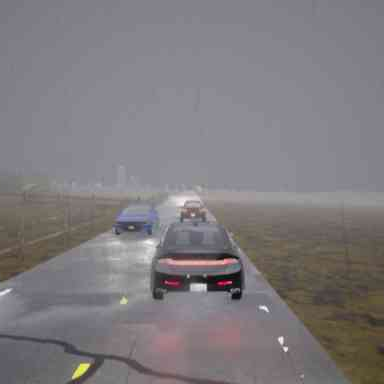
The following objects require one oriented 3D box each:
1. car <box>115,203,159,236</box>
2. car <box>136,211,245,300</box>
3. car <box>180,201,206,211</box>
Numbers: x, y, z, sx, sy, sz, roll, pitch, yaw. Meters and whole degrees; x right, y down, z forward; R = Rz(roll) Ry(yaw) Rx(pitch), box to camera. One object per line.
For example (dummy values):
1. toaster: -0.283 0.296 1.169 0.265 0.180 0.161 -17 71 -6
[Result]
1. car: -2.873 1.392 18.199 1.882 1.535 5.008 0 0 0
2. car: 0.094 1.461 8.286 2.128 1.511 4.902 0 0 0
3. car: 0.068 1.391 25.272 1.812 1.442 4.674 0 0 0
